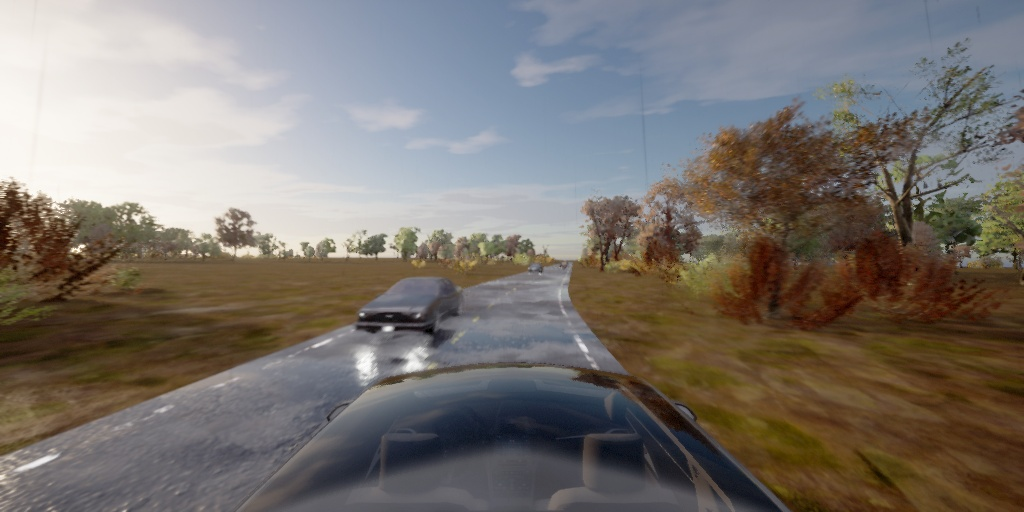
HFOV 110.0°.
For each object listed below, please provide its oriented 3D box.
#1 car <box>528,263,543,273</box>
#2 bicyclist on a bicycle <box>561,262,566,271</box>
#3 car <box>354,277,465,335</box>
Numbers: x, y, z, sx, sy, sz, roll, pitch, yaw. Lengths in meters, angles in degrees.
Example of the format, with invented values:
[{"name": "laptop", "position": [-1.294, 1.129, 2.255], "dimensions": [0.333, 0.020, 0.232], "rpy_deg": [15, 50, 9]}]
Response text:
[{"name": "car", "position": [3.505, 1.747, 53.014], "dimensions": [2.128, 1.511, 4.902], "rpy_deg": [0, 0, 10]}, {"name": "bicyclist on a bicycle", "position": [8.860, 1.812, 61.380], "dimensions": [0.866, 1.612, 1.509], "rpy_deg": [0, -1, 9]}, {"name": "car", "position": [-2.764, 1.361, 11.118], "dimensions": [2.033, 1.411, 5.357], "rpy_deg": [0, -1, 4]}]
